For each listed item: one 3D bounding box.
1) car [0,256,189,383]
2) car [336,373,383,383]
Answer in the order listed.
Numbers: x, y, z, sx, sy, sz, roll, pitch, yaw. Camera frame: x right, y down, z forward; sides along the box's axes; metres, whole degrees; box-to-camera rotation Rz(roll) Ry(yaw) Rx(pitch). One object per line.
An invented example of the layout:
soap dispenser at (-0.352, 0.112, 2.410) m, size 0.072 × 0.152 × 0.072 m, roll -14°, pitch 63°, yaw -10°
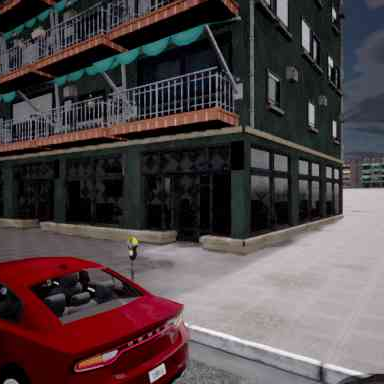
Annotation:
car at (-2.138, 1.545, 4.389) m, size 4.507 × 1.381 × 1.887 m, roll 0°, pitch 0°, yaw 35°
car at (2.460, 1.566, 1.129) m, size 4.313 × 1.339 × 1.947 m, roll 0°, pitch 0°, yaw 35°
